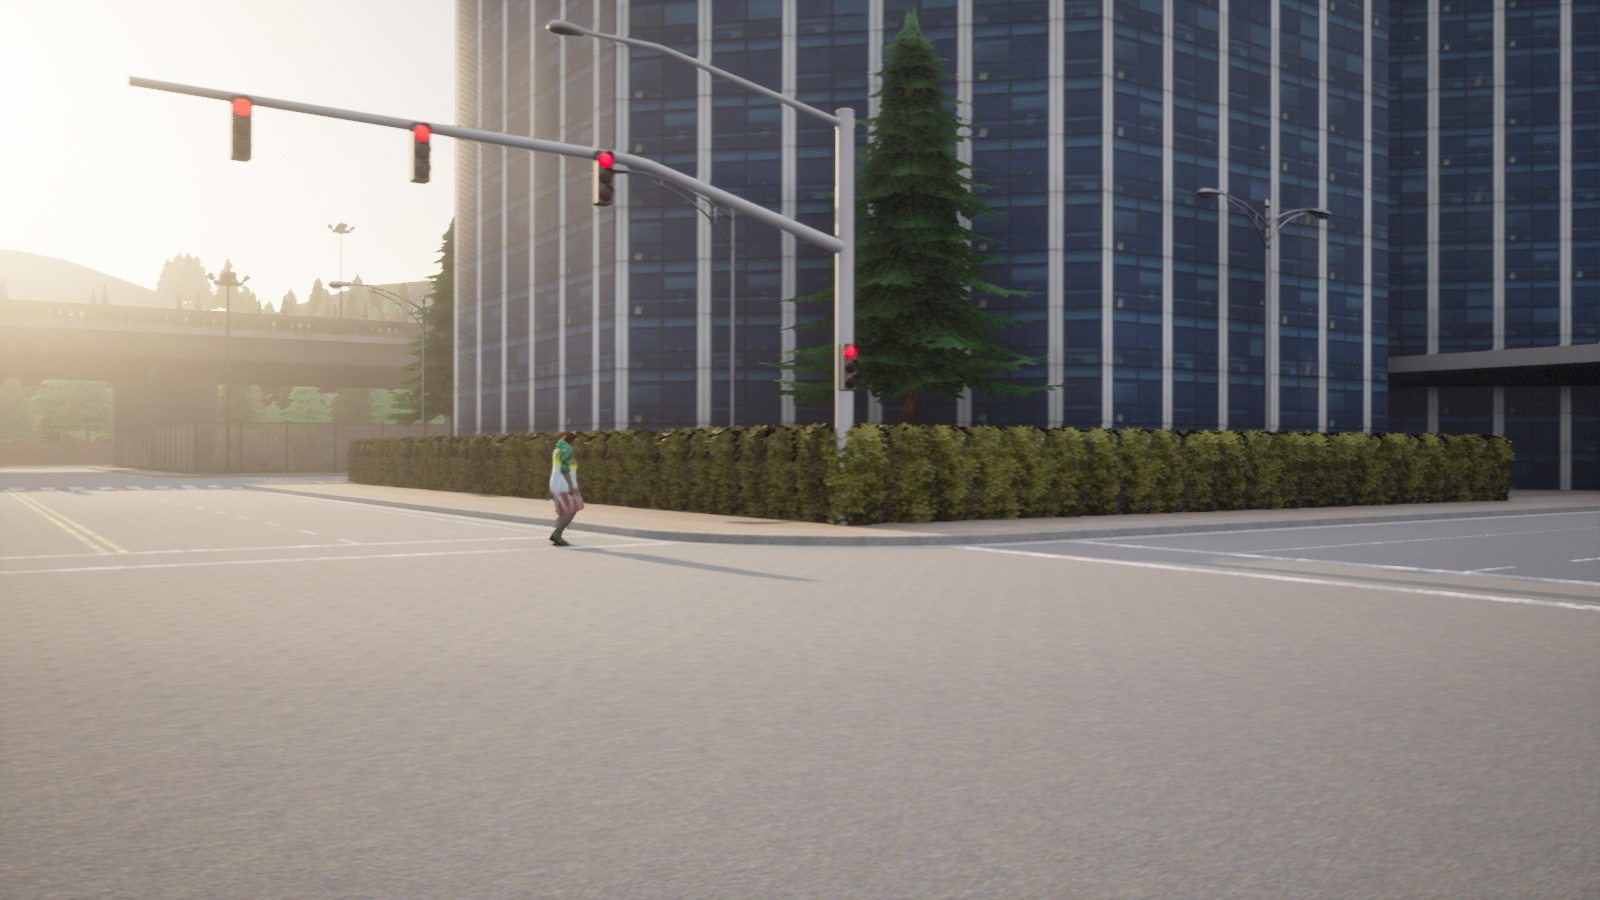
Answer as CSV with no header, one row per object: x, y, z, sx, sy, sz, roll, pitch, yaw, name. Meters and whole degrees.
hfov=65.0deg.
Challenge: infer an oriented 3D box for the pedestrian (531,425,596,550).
-3.791,0.592,20.101,0.873,1.952,0.659,0,0,-27,pedestrian
